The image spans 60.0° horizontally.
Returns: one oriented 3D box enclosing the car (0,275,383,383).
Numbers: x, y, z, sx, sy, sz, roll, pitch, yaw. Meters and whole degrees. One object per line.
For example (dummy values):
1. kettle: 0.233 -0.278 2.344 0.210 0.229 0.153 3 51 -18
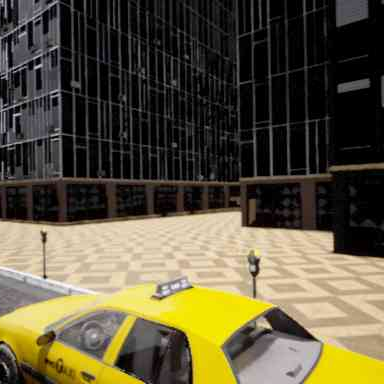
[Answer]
1. car: -0.391 1.528 3.325 4.829 1.417 1.752 -1 0 37
